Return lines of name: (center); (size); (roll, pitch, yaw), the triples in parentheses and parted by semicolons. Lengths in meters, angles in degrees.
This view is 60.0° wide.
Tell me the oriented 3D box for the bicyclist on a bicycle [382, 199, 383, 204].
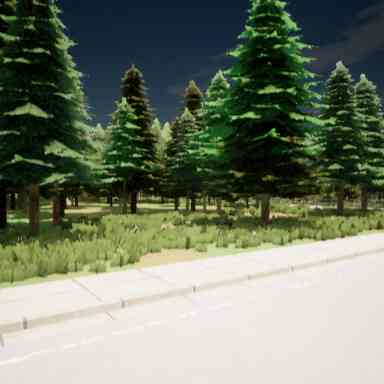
bicyclist on a bicycle: (25.329, 1.308, 43.566); (1.656, 1.620, 0.582); (24, -22, -28)
